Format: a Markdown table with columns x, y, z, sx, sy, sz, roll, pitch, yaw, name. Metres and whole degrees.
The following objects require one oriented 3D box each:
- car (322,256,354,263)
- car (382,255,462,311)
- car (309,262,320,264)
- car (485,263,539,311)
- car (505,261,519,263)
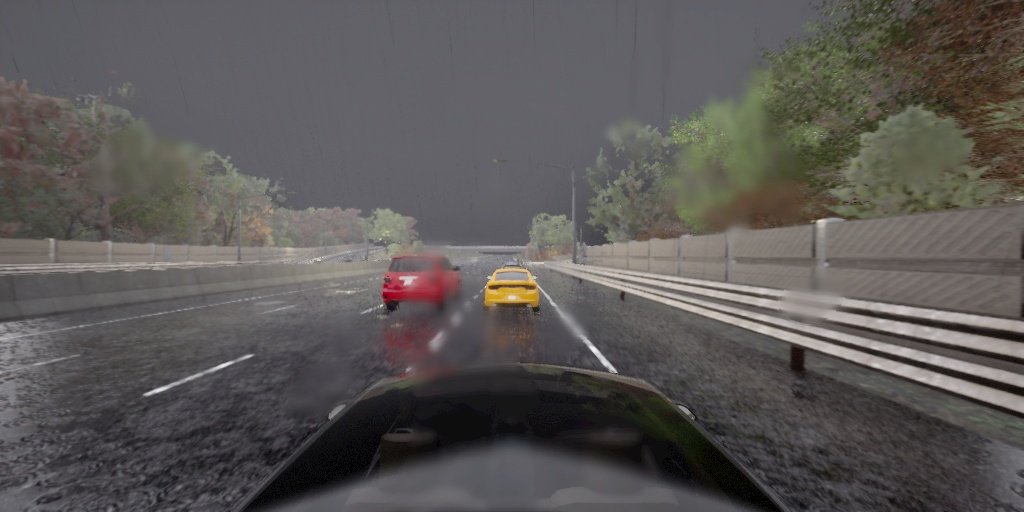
| x | y | z | sx | sy | sz | roll | pitch | yaw | name |
| --- | --- | --- | --- | --- | --- | --- | --- | --- | --- |
| -20.994 | 1.179 | 44.326 | 2.097 | 1.767 | 4.553 | 0 | 0 | 0 | car |
| -3.398 | 0.978 | 14.516 | 2.150 | 2.045 | 5.566 | 0 | 0 | 0 | car |
| -24.494 | 1.388 | 44.296 | 2.033 | 1.411 | 5.357 | 0 | 0 | 0 | car |
| 0.003 | 1.235 | 14.448 | 1.882 | 1.535 | 5.008 | 0 | 0 | 0 | car |
| 0.005 | 1.278 | 36.529 | 2.128 | 1.511 | 4.902 | 0 | 0 | 0 | car |
